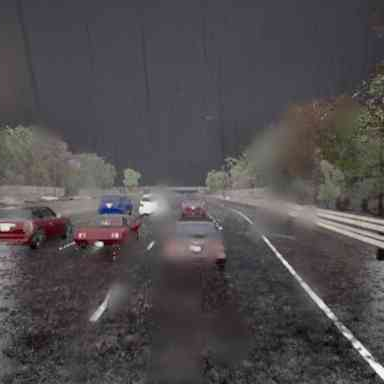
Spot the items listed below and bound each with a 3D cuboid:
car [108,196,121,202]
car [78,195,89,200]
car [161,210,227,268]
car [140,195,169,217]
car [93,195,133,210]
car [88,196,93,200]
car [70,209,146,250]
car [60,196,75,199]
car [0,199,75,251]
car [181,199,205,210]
[{"bbox_3d":[-17.481,1.542,74.921,1.994,1.385,4.181,0,0,0],"label":"car"},{"bbox_3d":[-24.481,1.465,76.319,1.882,1.535,5.008,0,0,0],"label":"car"},{"bbox_3d":[0.099,1.565,11.359,2.033,1.411,5.357,0,0,0],"label":"car"},{"bbox_3d":[-3.394,1.276,30.268,2.150,2.045,5.566,0,0,0],"label":"car"},{"bbox_3d":[-6.893,1.276,30.333,2.150,2.045,5.566,0,0,0],"label":"car"},{"bbox_3d":[-20.981,1.529,74.922,2.033,1.411,5.357,0,0,0],"label":"car"},{"bbox_3d":[-3.399,1.624,14.414,1.895,1.301,4.718,0,0,0],"label":"car"},{"bbox_3d":[-27.981,1.622,74.478,1.895,1.301,4.718,0,0,0],"label":"car"},{"bbox_3d":[-6.901,1.375,14.450,2.097,1.767,4.553,0,0,0],"label":"car"},{"bbox_3d":[0.105,1.408,31.005,2.097,1.767,4.553,0,0,0],"label":"car"}]
